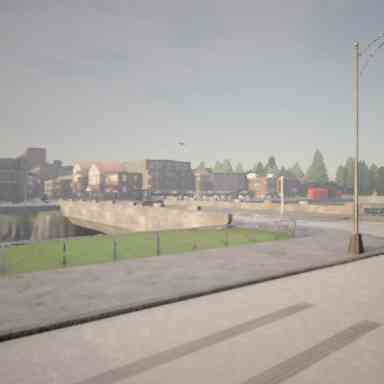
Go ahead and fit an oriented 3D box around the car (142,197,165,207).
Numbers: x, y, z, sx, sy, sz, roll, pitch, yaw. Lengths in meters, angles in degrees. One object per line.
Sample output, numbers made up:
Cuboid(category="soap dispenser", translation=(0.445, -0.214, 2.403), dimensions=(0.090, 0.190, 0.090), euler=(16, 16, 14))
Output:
Cuboid(category="car", translation=(-5.746, 1.517, 49.905), dimensions=(1.812, 1.442, 4.674), euler=(0, 0, -36))
